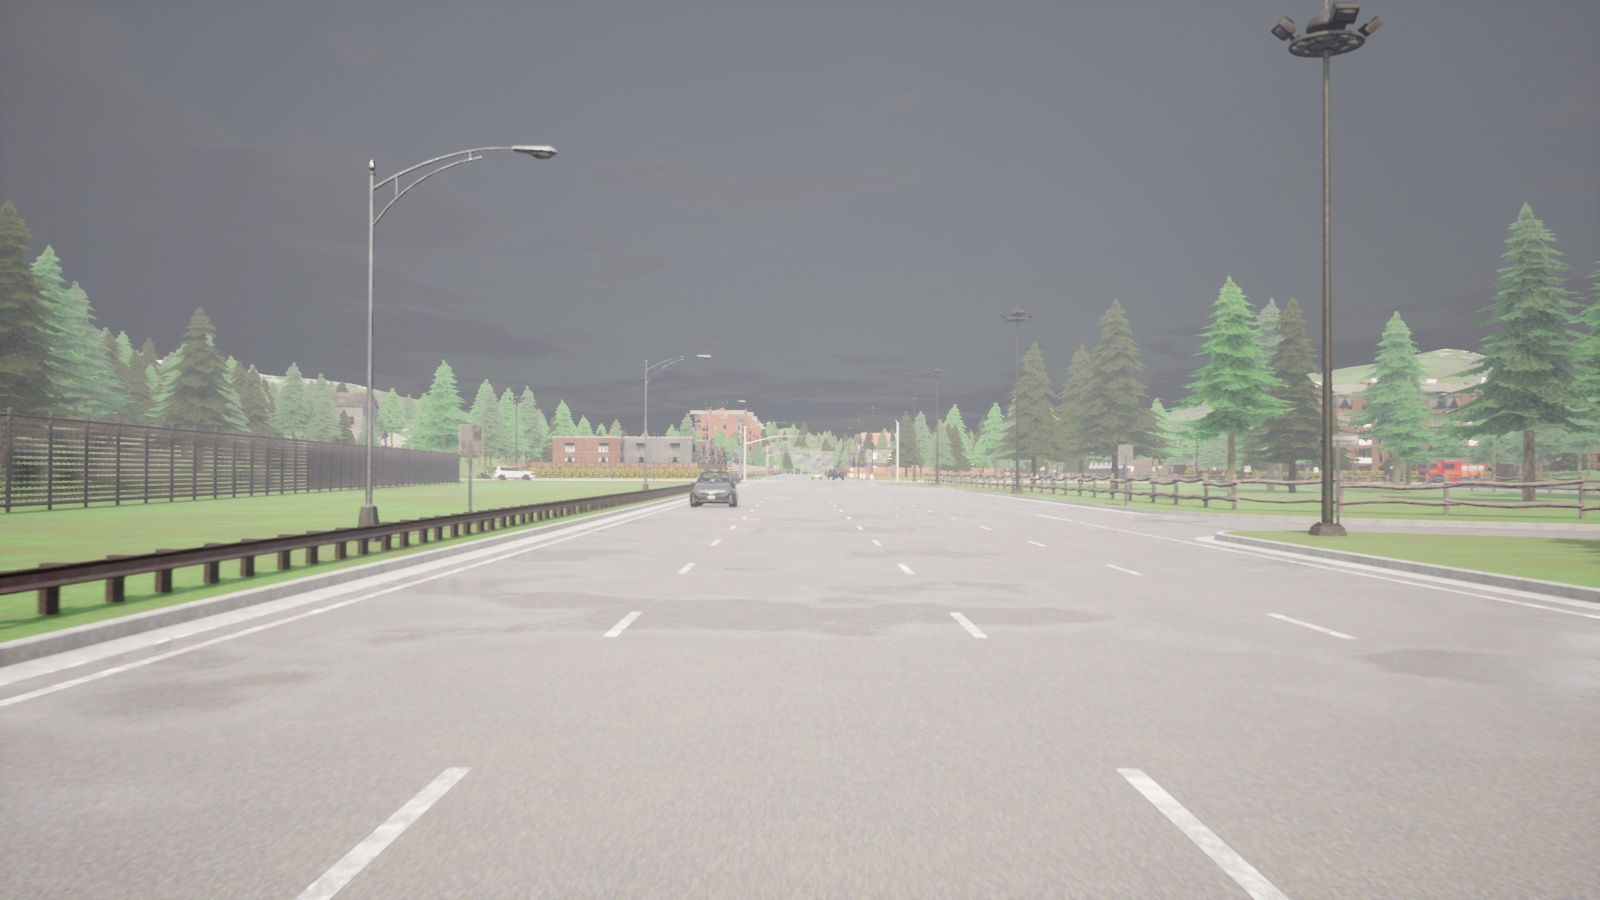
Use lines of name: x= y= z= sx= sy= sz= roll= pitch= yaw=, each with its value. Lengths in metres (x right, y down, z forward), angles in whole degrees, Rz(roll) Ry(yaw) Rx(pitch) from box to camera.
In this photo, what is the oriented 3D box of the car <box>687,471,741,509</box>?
car: x=-3.630 y=1.674 z=53.645 sx=2.007 sy=1.525 sz=4.514 roll=0 pitch=-1 yaw=0
